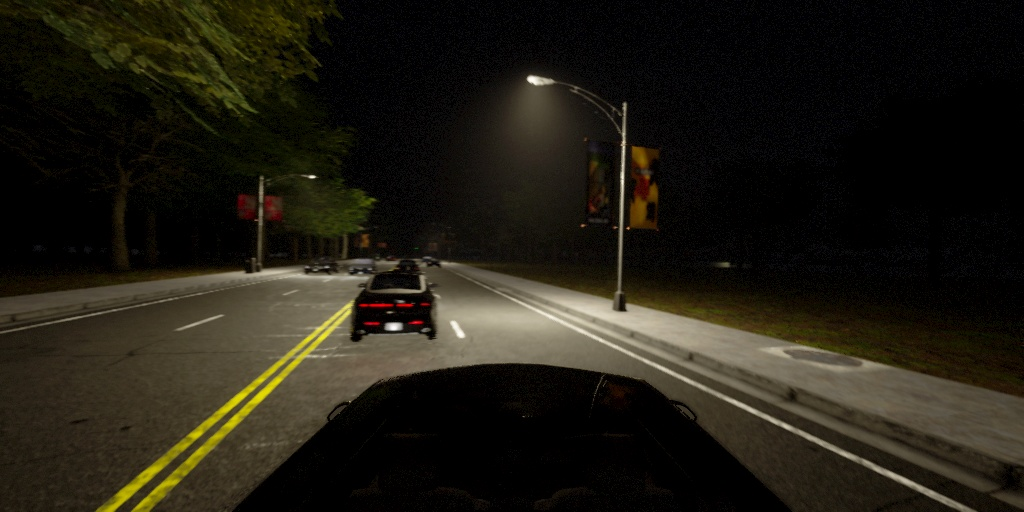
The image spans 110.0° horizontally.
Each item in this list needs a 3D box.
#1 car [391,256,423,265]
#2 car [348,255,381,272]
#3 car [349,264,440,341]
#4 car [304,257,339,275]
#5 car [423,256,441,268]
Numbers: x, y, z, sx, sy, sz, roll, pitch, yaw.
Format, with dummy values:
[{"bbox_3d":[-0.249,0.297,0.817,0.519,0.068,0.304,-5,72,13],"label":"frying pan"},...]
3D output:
[{"bbox_3d":[-8.015,0.992,27.452,1.812,1.442,4.674,2,0,-16],"label":"car"},{"bbox_3d":[-12.315,0.890,30.032,2.033,1.411,5.357,2,0,-16],"label":"car"},{"bbox_3d":[-3.010,1.146,9.517,1.837,1.490,4.892,2,0,-16],"label":"car"},{"bbox_3d":[-15.534,0.778,29.494,1.812,1.442,4.674,2,0,-16],"label":"car"},{"bbox_3d":[-11.090,0.965,50.540,1.895,1.301,4.718,2,0,-16],"label":"car"}]
